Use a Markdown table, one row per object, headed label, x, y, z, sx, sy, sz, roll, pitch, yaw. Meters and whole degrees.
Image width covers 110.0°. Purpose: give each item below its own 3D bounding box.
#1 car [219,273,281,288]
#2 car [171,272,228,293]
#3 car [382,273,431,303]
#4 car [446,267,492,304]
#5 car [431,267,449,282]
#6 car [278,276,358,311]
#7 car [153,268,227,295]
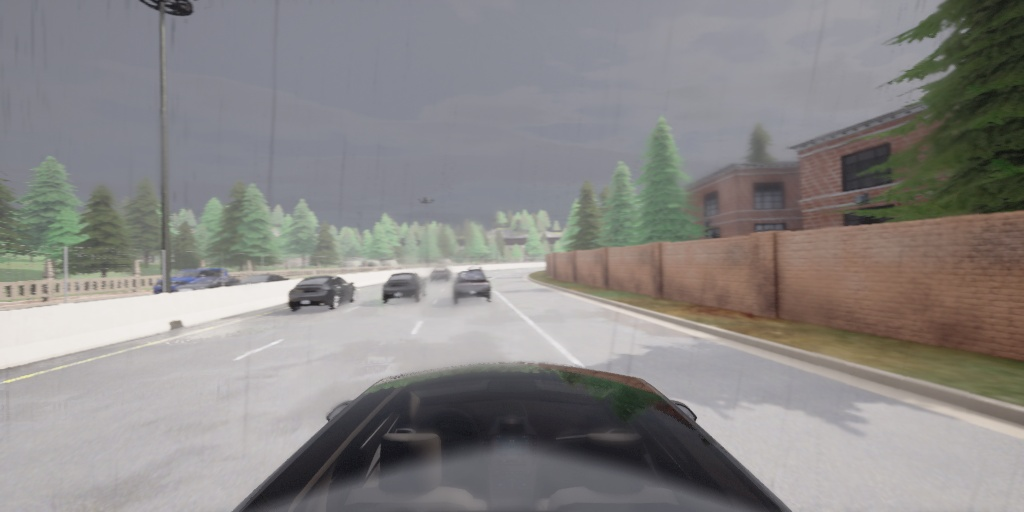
| label | x | y | z | sx | sy | sz | roll | pitch | yaw |
| --- | --- | --- | --- | --- | --- | --- | --- | --- | --- |
| car | -17.135 | 2.006 | 24.536 | 1.882 | 1.535 | 5.008 | -2 | -1 | -6 |
| car | -20.676 | 2.124 | 24.730 | 2.128 | 1.511 | 4.902 | -2 | -1 | -6 |
| car | -5.769 | 1.645 | 19.595 | 1.837 | 1.490 | 4.892 | -2 | -1 | -8 |
| car | -2.100 | 1.514 | 18.602 | 2.128 | 1.511 | 4.902 | -2 | -1 | -8 |
| car | -7.302 | 1.902 | 37.592 | 2.128 | 1.511 | 4.902 | -2 | -1 | -1 |
| car | -8.996 | 1.711 | 17.393 | 1.837 | 1.490 | 4.892 | -2 | 0 | -8 |
| car | -24.527 | 2.006 | 27.857 | 2.150 | 2.045 | 5.566 | -2 | -1 | -5 |
